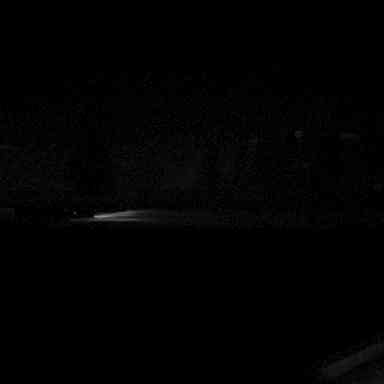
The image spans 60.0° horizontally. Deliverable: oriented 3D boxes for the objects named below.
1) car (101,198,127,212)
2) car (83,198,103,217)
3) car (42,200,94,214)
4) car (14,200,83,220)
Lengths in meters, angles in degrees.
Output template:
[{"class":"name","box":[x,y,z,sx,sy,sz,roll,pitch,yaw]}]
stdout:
[{"class":"car","box":[-9.685,1.451,37.309,4.674,1.442,1.812,0,0,6]},{"class":"car","box":[-10.788,1.500,30.375,4.181,1.385,1.994,0,0,6]},{"class":"car","box":[-12.668,1.528,34.097,4.718,1.301,1.895,0,0,6]},{"class":"car","box":[-11.840,1.432,26.968,4.902,1.511,2.128,0,0,6]}]
